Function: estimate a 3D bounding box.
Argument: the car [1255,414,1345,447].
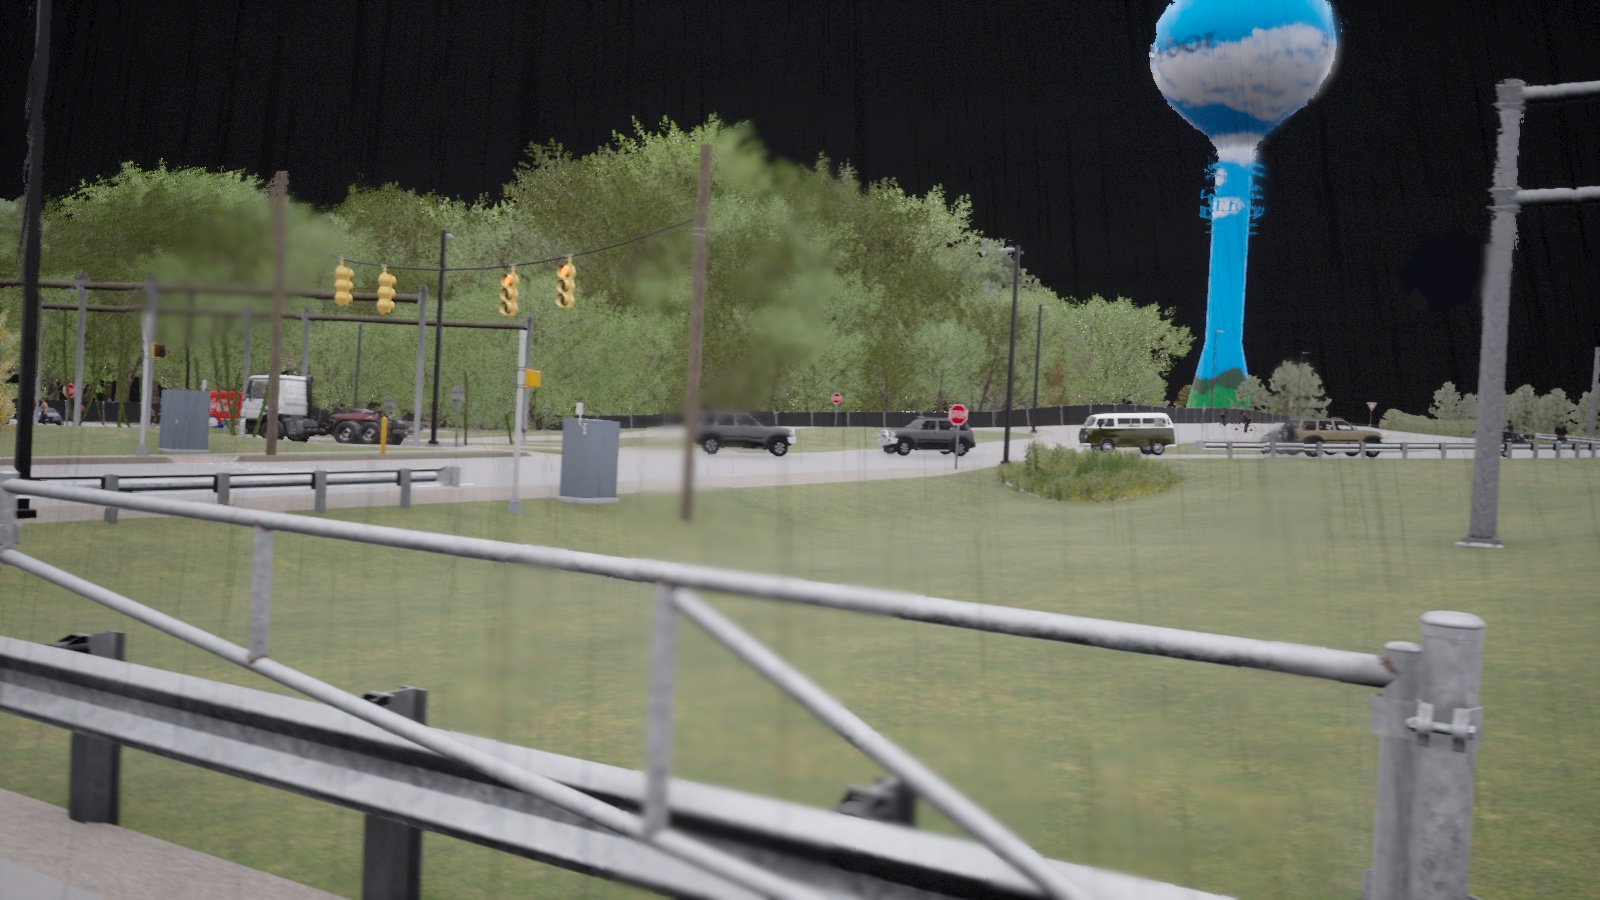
[{"bbox_3d":[24.525,-0.960,61.631,3.705,1.549,1.789,-2,1,-10],"label":"car"}]

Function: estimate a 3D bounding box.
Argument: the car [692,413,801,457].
[{"bbox_3d":[-2.357,-0.645,54.101,4.605,1.855,1.932,0,1,-5],"label":"car"}]

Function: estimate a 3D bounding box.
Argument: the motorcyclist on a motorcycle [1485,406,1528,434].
[{"bbox_3d":[43.396,-1.847,77.173,0.766,1.649,2.350,-2,4,-22],"label":"motorcyclist on a motorcycle"}]

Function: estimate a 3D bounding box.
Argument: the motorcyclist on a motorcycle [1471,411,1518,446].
[{"bbox_3d":[33.287,-1.048,60.185,2.350,1.649,0.766,-1,2,-27],"label":"motorcyclist on a motorcycle"}]

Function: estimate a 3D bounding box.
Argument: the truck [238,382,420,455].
[{"bbox_3d":[-23.083,-1.549,61.704,7.936,3.462,2.891,0,0,7],"label":"truck"}]

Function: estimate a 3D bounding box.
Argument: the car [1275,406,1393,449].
[{"bbox_3d":[24.464,-1.037,57.595,4.605,1.855,1.932,-1,1,-7],"label":"car"}]

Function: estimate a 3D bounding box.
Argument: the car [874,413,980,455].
[{"bbox_3d":[5.997,-0.771,59.367,4.605,1.855,1.932,0,3,-18],"label":"car"}]

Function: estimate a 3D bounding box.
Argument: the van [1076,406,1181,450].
[{"bbox_3d":[15.844,-1.054,60.708,4.480,2.038,2.069,-1,1,-4],"label":"van"}]

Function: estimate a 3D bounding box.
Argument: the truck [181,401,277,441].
[{"bbox_3d":[-36.757,-1.854,80.863,5.204,2.467,2.627,-1,3,-37],"label":"truck"}]
